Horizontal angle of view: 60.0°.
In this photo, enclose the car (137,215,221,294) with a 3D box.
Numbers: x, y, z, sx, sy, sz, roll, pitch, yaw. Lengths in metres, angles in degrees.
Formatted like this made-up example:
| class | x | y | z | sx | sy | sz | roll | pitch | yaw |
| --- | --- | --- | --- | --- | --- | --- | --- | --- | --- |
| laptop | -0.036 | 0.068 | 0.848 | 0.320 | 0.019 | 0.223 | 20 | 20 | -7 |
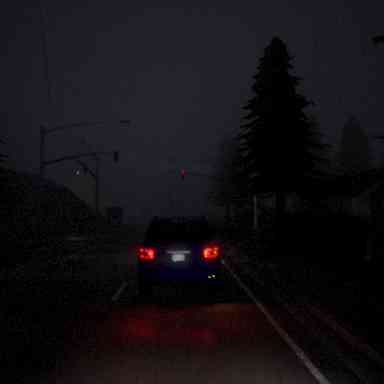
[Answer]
| class | x | y | z | sx | sy | sz | roll | pitch | yaw |
| --- | --- | --- | --- | --- | --- | --- | --- | --- | --- |
| car | -0.342 | 1.752 | 10.514 | 2.150 | 2.045 | 5.566 | -1 | -2 | -1 |
